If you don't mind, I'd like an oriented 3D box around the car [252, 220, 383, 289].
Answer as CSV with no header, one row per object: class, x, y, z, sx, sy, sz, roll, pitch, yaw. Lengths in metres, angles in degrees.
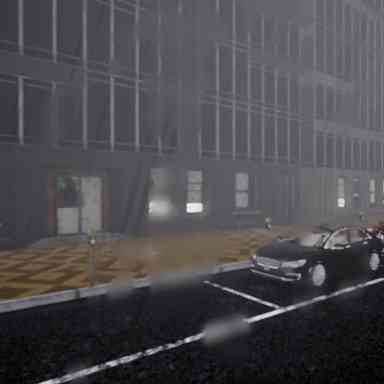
car,3.536,1.559,9.083,4.403,1.369,2.008,0,0,-36
